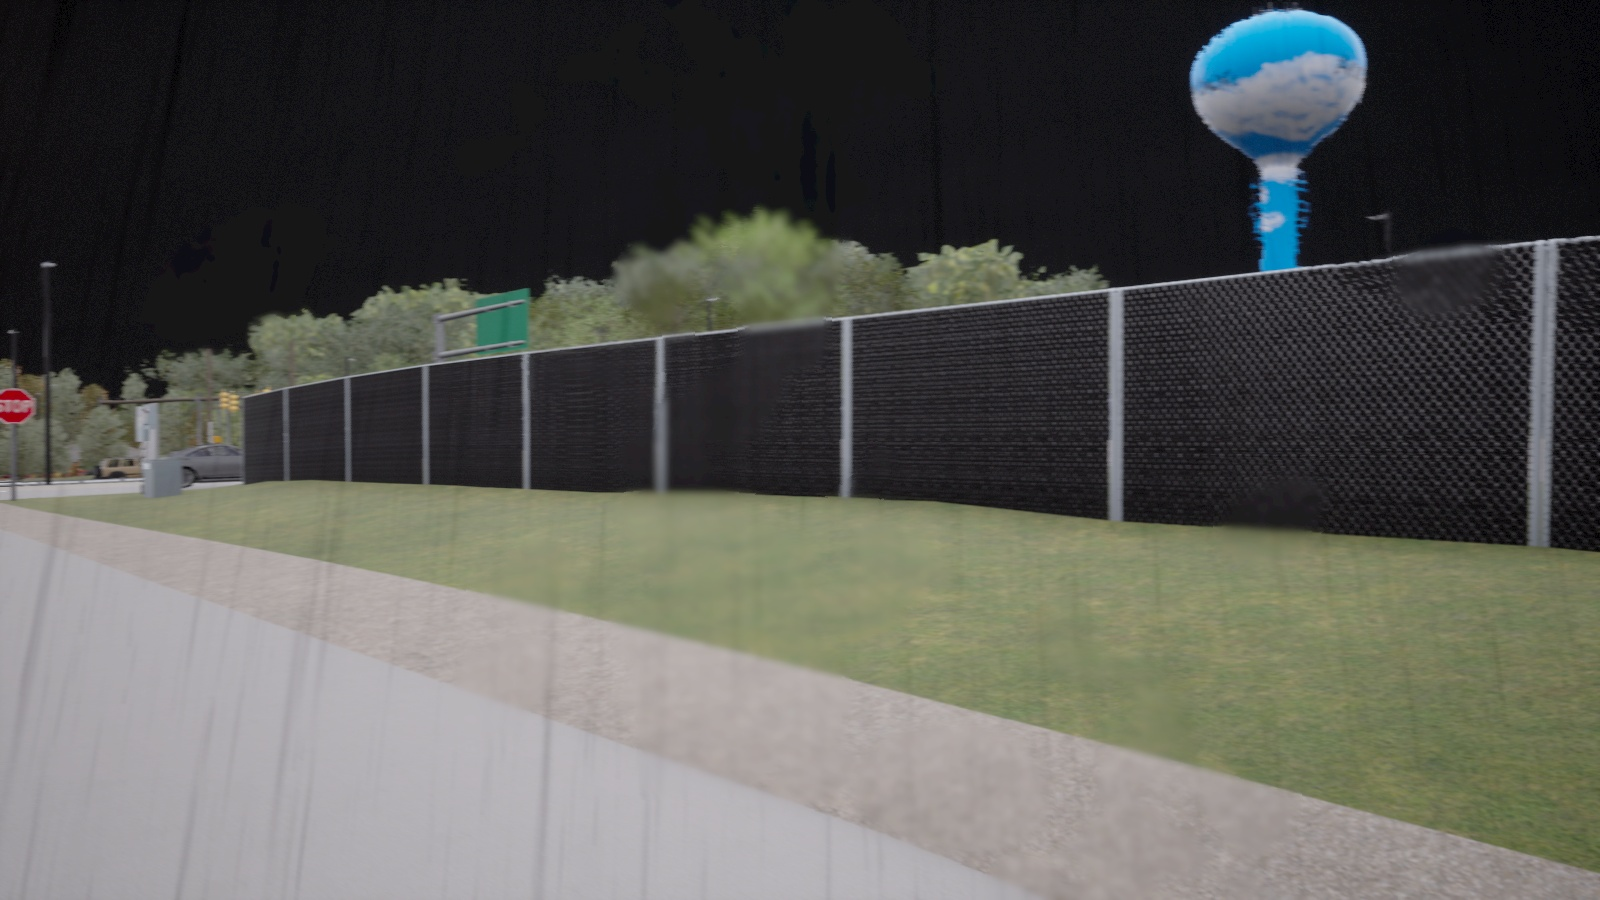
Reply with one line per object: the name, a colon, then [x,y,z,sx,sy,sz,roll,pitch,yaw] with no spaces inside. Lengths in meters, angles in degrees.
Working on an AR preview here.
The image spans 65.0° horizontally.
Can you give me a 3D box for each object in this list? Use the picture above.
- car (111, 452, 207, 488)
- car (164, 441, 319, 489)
car: [-37.691,1.154,73.877,4.605,1.855,1.932,-3,2,-40]
car: [-18.020,0.460,40.591,4.181,1.385,1.994,-2,1,-39]
